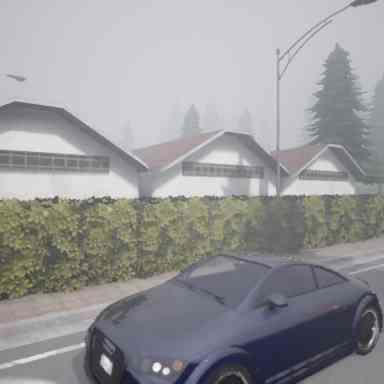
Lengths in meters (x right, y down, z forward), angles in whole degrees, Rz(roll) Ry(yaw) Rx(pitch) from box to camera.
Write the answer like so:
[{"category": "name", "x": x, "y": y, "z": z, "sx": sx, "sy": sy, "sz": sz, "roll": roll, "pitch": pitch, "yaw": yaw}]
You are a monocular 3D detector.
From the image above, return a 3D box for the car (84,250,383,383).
[{"category": "car", "x": 0.753, "y": 1.562, "z": 4.536, "sx": 4.181, "sy": 1.385, "sz": 1.994, "roll": 0, "pitch": 0, "yaw": -36}]
